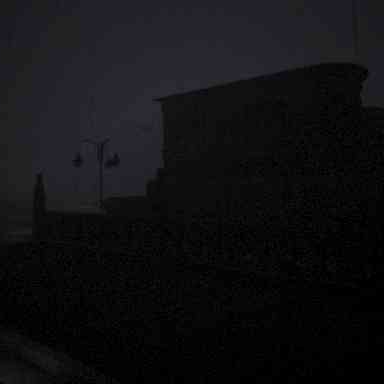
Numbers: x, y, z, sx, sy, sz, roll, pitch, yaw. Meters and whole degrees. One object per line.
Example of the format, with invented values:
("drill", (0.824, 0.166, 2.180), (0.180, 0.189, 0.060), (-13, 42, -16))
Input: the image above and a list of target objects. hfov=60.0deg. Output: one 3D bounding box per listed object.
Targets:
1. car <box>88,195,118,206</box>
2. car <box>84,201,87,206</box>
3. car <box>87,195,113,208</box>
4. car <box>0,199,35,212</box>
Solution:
("car", (-15.268, 1.369, 57.142), (2.097, 1.767, 4.553), (0, 0, 37))
("car", (-14.710, 1.580, 52.010), (1.994, 1.385, 4.181), (0, 0, 36))
("car", (-12.526, 1.519, 49.077), (1.837, 1.490, 4.892), (0, 0, 36))
("car", (-20.169, 1.563, 38.608), (2.033, 1.411, 5.357), (0, 0, 36))
